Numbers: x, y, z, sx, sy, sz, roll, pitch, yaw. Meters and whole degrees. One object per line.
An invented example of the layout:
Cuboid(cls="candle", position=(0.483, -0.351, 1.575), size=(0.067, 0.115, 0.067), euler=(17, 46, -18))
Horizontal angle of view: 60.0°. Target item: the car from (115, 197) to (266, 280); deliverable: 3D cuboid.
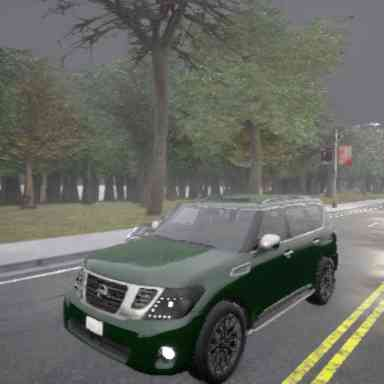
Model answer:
Cuboid(cls="car", position=(0.185, 1.113, 10.078), size=(2.097, 1.767, 4.553), euler=(2, 2, 41))

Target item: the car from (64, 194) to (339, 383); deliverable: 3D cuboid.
Cuboid(cls="car", position=(0.734, 1.089, 5.744), size=(2.150, 2.045, 5.566), euler=(2, 2, 41))
